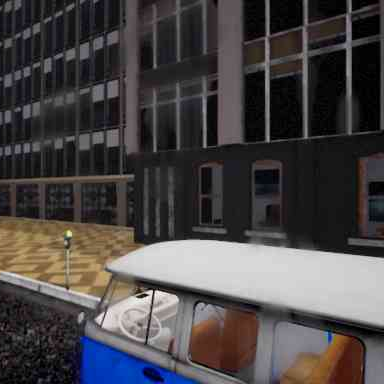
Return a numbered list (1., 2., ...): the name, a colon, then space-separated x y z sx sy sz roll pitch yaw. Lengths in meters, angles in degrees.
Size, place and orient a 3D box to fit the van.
1. van: 0.925 1.341 2.215 3.998 1.788 1.690 0 0 35
